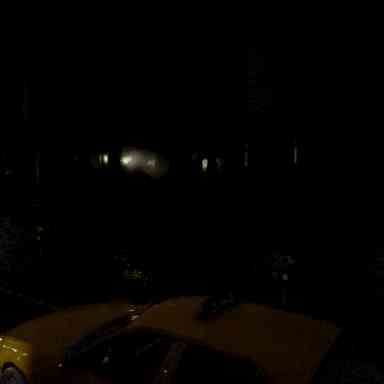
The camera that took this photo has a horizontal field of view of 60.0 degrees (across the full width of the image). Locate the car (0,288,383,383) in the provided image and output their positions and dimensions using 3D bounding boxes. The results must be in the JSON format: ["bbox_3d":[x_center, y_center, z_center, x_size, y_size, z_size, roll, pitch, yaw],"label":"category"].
[{"bbox_3d":[0.005,1.516,2.844,4.829,1.417,1.752,0,0,35],"label":"car"}]
